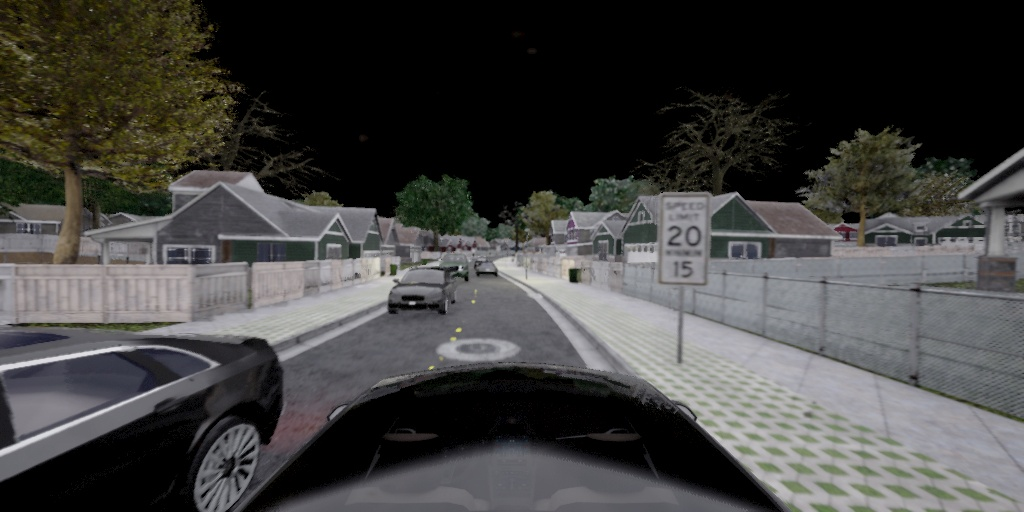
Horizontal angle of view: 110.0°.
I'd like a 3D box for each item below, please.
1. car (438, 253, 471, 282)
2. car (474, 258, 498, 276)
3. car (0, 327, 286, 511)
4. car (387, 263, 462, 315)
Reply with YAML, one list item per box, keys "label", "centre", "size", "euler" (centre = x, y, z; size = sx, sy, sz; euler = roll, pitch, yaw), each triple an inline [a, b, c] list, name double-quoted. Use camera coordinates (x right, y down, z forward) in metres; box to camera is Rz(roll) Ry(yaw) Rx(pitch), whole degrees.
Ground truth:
- label: "car"
  centre: [-4.403, 0.821, 27.693]
  size: [2.150, 2.045, 5.566]
  euler: [1, 0, -8]
- label: "car"
  centre: [-2.447, 1.170, 34.260]
  size: [1.994, 1.385, 4.181]
  euler: [1, 0, -8]
- label: "car"
  centre: [-3.005, 1.169, 1.305]
  size: [2.128, 1.511, 4.902]
  euler: [1, 0, 0]
- label: "car"
  centre: [-3.108, 1.167, 13.194]
  size: [1.837, 1.490, 4.892]
  euler: [1, 0, -3]
